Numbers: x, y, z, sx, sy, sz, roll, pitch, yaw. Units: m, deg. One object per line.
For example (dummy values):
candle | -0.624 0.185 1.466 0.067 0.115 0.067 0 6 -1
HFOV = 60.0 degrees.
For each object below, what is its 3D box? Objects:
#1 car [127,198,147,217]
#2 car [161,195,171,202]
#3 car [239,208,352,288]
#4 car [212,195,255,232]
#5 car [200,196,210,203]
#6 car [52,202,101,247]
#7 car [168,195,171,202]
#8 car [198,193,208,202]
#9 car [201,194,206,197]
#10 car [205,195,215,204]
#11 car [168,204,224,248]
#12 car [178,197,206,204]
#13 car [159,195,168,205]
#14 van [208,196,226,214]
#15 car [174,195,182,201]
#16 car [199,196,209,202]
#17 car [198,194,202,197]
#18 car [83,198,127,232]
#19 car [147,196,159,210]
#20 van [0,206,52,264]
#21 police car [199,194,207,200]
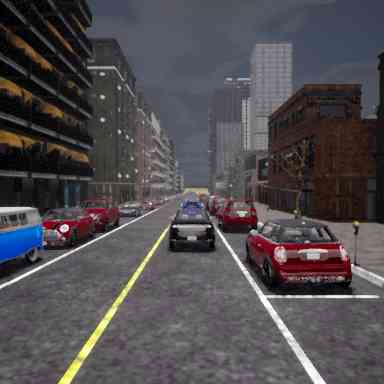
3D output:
car | -5.704 1.539 30.901 2.008 1.369 4.403 -1 0 0
car | -5.705 1.405 73.940 1.967 1.590 4.097 -1 0 0
car | 2.674 1.436 9.264 1.967 1.590 4.097 -1 0 0
car | 2.672 1.307 20.079 2.192 1.841 5.009 -1 0 0
car | 2.644 1.535 68.411 1.947 1.339 4.313 -1 0 0
car | -5.706 1.434 14.679 1.967 1.590 4.097 -1 0 0
car | -5.704 1.494 68.190 1.752 1.417 4.829 -1 0 0
car | 2.639 1.276 79.570 2.192 1.841 5.009 -1 0 0
car | 2.672 1.298 41.708 2.192 1.841 5.009 -1 0 0
car | 2.671 1.303 30.894 2.192 1.841 5.009 -1 0 0
car | 0.000 1.490 14.653 2.128 1.511 4.902 0 0 0
car | 0.000 1.474 29.657 1.882 1.535 5.008 0 0 0
car | -5.706 1.415 57.937 1.967 1.590 4.097 -1 0 0
van | 2.672 1.327 36.301 1.690 1.788 3.998 -1 0 0
car | -3.000 1.405 75.924 2.033 1.411 5.357 0 0 0
car | 2.644 1.531 73.990 1.947 1.339 4.313 -1 0 0
car | 2.677 1.532 62.839 2.008 1.369 4.403 -1 0 0
car | -5.708 1.307 20.087 2.192 1.841 5.009 -1 0 0
car | -5.706 1.423 41.715 1.967 1.590 4.097 -1 0 0
van | -5.708 1.337 9.272 1.690 1.788 3.998 -1 0 0
police car | 3.000 1.377 90.744 1.930 1.638 5.238 0 0 0
